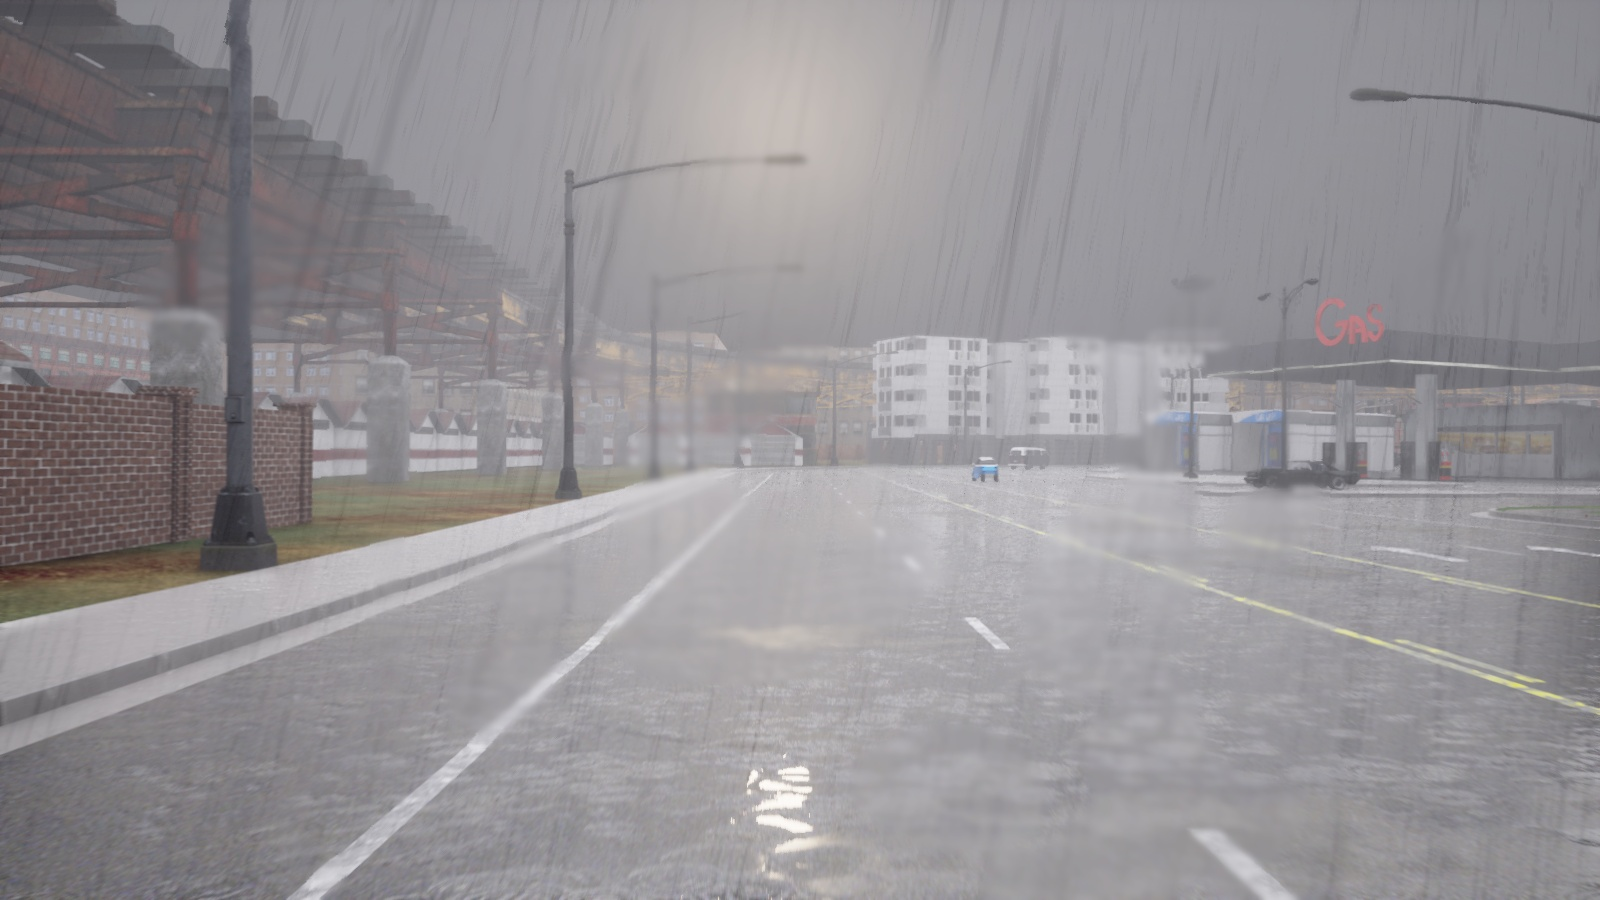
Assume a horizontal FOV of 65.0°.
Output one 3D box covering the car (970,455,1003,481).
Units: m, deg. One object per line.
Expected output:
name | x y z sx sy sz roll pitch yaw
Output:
car | 10.362 0.972 69.821 1.481 1.376 2.207 0 0 0

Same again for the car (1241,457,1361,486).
car | 22.796 0.974 57.214 4.718 1.301 1.895 0 0 0
